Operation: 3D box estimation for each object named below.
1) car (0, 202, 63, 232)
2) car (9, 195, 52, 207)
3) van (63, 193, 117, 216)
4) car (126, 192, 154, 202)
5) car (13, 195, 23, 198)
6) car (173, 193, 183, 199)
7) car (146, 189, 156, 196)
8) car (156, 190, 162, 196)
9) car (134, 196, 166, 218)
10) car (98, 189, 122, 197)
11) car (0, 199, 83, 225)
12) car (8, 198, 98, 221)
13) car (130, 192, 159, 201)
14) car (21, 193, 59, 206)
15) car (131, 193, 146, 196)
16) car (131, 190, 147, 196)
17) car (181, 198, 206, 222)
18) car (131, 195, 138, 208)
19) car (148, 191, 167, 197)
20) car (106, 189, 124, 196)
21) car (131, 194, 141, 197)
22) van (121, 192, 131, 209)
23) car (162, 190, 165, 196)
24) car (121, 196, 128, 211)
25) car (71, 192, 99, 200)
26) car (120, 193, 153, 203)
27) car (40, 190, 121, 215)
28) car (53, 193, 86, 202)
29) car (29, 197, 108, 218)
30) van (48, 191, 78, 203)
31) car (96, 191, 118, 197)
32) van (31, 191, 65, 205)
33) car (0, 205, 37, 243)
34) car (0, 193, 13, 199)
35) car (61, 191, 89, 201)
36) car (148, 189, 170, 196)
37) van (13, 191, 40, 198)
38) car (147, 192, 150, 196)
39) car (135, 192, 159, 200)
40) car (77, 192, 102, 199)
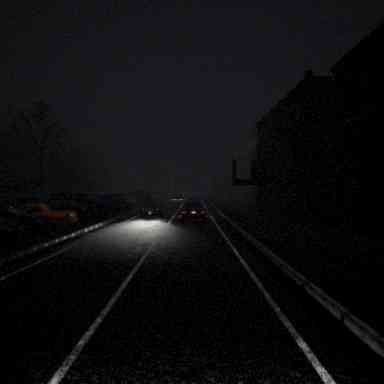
[{"bbox_3d":[-9.377,1.403,16.741,4.674,1.452,2.002,0,0,0],"label":"car"},{"bbox_3d":[-21.818,1.242,45.036,4.792,1.488,2.163,0,1,0],"label":"car"},{"bbox_3d":[-9.411,1.124,30.869,4.442,1.987,1.878,0,0,0],"label":"van"},{"bbox_3d":[-9.166,0.826,59.142,4.553,1.767,2.185,0,1,0],"label":"car"},{"bbox_3d":[-21.833,1.339,36.429,5.008,1.535,2.097,0,0,0],"label":"car"},{"bbox_3d":[-2.901,0.823,70.696,2.033,1.411,5.357,0,1,1],"label":"car"},{"bbox_3d":[-9.195,0.805,53.489,5.566,2.045,2.435,0,1,0],"label":"car"},{"bbox_3d":[-8.933,0.896,61.968,5.366,1.575,1.946,0,1,0],"label":"car"},{"bbox_3d":[-3.321,1.380,28.757,2.128,1.511,4.902,0,0,0],"label":"car"},{"bbox_3d":[-21.521,0.173,87.251,5.566,2.045,2.435,0,1,0],"label":"car"},{"bbox_3d":[-9.544,1.357,19.567,5.366,1.575,1.946,0,0,0],"label":"car"},{"bbox_3d":[-9.337,1.357,22.393,5.008,1.535,2.097,0,0,0],"label":"car"},{"bbox_3d":[-9.288,0.844,64.795,5.366,1.575,1.946,0,1,0],"label":"car"},{"bbox_3d":[-21.739,1.037,47.730,4.553,1.767,2.185,0,1,0],"label":"car"},{"bbox_3d":[-9.209,1.214,45.018,5.008,1.535,2.097,0,1,0],"label":"car"},{"bbox_3d":[-9.230,1.036,47.841,4.553,1.767,2.185,0,1,0],"label":"car"},{"bbox_3d":[0.115,1.455,25.531,2.033,1.411,5.357,0,0,0],"label":"car"},{"bbox_3d":[-9.249,1.354,39.359,4.674,1.452,2.002,0,1,0],"label":"car"},{"bbox_3d":[-8.973,0.462,87.398,4.674,1.452,2.002,0,1,0],"label":"car"},{"bbox_3d":[-21.454,0.175,93.032,4.553,1.767,2.185,0,0,0],"label":"car"},{"bbox_3d":[-9.228,1.306,42.193,4.674,1.452,2.002,0,1,0],"label":"car"},{"bbox_3d":[-9.380,1.115,36.400,4.442,1.987,1.878,0,0,0],"label":"van"},{"bbox_3d":[-9.026,0.720,73.270,4.792,1.488,2.163,0,1,0],"label":"car"},{"bbox_3d":[-9.281,1.387,33.695,4.674,1.452,2.002,0,0,0],"label":"car"},{"bbox_3d":[-21.660,0.796,67.493,5.008,1.535,2.097,0,1,0],"label":"car"},{"bbox_3d":[-9.336,1.001,56.320,5.366,1.575,1.946,0,1,0],"label":"car"},{"bbox_3d":[-9.282,1.101,28.043,5.566,2.045,2.435,0,0,0],"label":"car"},{"bbox_3d":[-21.709,0.953,59.024,5.008,1.535,2.097,0,1,0],"label":"car"},{"bbox_3d":[-9.332,1.355,25.218,5.008,1.535,2.097,0,0,0],"label":"car"},{"bbox_3d":[-21.835,0.777,56.324,4.442,1.987,1.878,0,1,0],"label":"van"},{"bbox_3d":[-21.571,0.478,84.556,4.892,1.521,2.231,0,1,0],"label":"car"},{"bbox_3d":[-21.870,0.882,50.675,4.442,1.987,1.878,0,1,0],"label":"van"},{"bbox_3d":[-9.392,1.405,13.915,4.674,1.452,2.002,0,0,0],"label":"car"},{"bbox_3d":[-21.827,1.094,33.593,5.566,2.045,2.435,0,0,0],"label":"car"},{"bbox_3d":[-21.718,0.775,61.845,4.553,1.767,2.185,0,1,0],"label":"car"},{"bbox_3d":[-8.931,0.114,90.216,5.566,2.045,2.435,0,1,0],"label":"car"},{"bbox_3d":[-21.684,1.039,42.204,4.442,1.987,1.878,0,1,0],"label":"van"},{"bbox_3d":[-9.185,1.149,50.669,4.674,1.452,2.002,0,1,0],"label":"car"},{"bbox_3d":[-9.084,0.835,67.620,4.674,1.452,2.002,0,1,0],"label":"car"},{"bbox_3d":[-21.669,0.771,70.441,4.792,1.488,2.163,0,1,0],"label":"car"}]
